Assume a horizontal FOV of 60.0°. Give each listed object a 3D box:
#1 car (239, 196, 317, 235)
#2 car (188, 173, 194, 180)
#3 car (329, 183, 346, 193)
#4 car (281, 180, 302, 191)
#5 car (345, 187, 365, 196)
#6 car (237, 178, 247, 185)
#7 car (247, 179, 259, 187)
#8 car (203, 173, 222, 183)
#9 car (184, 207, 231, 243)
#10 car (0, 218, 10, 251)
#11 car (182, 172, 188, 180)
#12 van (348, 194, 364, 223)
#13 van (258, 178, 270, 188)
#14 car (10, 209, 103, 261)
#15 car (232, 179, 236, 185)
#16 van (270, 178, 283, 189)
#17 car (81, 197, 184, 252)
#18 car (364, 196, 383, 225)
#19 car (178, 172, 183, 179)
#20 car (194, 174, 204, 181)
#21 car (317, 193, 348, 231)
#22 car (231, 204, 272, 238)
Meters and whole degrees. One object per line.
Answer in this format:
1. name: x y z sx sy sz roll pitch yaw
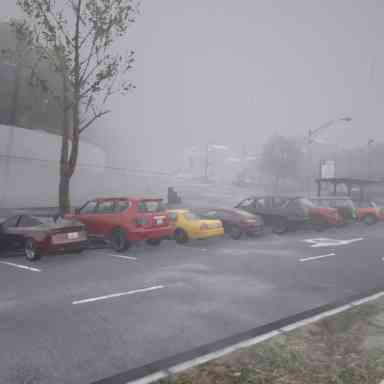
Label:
1. car: 3.924 1.262 19.326 5.566 2.045 2.435 -1 -1 35
2. car: 1.951 -3.851 87.384 2.185 1.767 4.553 6 3 34
3. car: 24.566 -0.427 55.427 2.435 2.045 5.566 7 3 35
4. car: 19.352 -0.993 62.810 2.231 1.521 4.892 7 3 35
5. car: 26.258 0.136 52.955 2.002 1.452 4.674 7 3 35
6. car: 12.452 -2.044 72.692 2.002 1.452 4.674 7 4 35
7. car: 14.284 -1.812 70.372 1.946 1.575 5.366 7 3 35
8. car: 5.599 -3.176 82.660 1.946 1.575 5.366 7 3 34
9. car: -1.108 1.502 15.938 5.366 1.575 1.946 -1 -1 35
10. car: -8.290 1.492 10.615 4.892 1.521 2.231 -1 -1 34
11. car: 0.220 -4.085 89.853 2.185 1.767 4.553 4 1 33
12. van: 8.974 1.296 22.703 4.442 1.987 1.878 -1 -1 35
13. van: 15.860 -1.764 67.642 1.878 1.987 4.442 7 4 35
14. car: -5.871 1.523 12.363 4.792 1.488 2.163 -1 -1 35
15. car: 10.708 -2.317 75.153 2.002 1.452 4.674 7 3 35
16. van: 17.590 -1.491 65.171 1.878 1.987 4.442 7 4 35
17. car: -3.427 1.247 14.109 5.566 2.045 2.435 -1 -1 34
18. car: 11.382 1.402 24.455 4.553 1.767 2.185 -1 -1 35
19. car: -1.553 -4.363 92.200 2.435 2.045 5.566 1 -1 34
20. car: 3.747 -3.699 84.919 2.435 2.045 5.566 7 3 34
21. car: 6.436 1.266 21.032 5.566 2.045 2.435 -1 -1 35
22. car: 1.497 1.548 17.567 4.674 1.452 2.002 -1 -1 35
